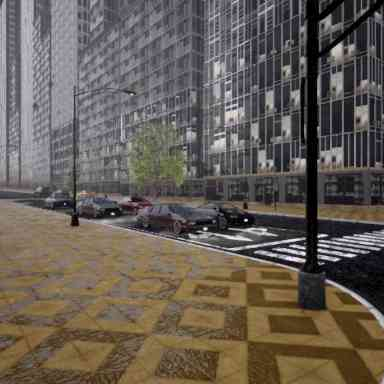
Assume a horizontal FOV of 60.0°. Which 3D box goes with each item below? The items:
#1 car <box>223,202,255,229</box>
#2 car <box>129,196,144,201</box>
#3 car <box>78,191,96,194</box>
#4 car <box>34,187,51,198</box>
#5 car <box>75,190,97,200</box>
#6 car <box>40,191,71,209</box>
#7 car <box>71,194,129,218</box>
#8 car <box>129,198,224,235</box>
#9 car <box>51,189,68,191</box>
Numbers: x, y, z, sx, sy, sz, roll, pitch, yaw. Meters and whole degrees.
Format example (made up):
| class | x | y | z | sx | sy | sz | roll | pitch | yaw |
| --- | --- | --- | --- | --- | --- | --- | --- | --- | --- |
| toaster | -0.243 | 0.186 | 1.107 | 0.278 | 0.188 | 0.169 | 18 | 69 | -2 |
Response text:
| class | x | y | z | sx | sy | sz | roll | pitch | yaw |
| --- | --- | --- | --- | --- | --- | --- | --- | --- | --- |
| car | 1.683 | 1.309 | 19.498 | 1.994 | 1.385 | 4.181 | 0 | 1 | -38 |
| car | -4.648 | 1.083 | 27.567 | 1.812 | 1.442 | 4.674 | 0 | 1 | -38 |
| car | -11.065 | 0.913 | 35.777 | 2.033 | 1.411 | 5.357 | 0 | 1 | -38 |
| car | -28.520 | -0.025 | 63.734 | 2.150 | 2.045 | 5.566 | 0 | 1 | -38 |
| car | -17.505 | 0.485 | 54.902 | 1.882 | 1.535 | 5.008 | 0 | 1 | -38 |
| car | -13.437 | 0.939 | 33.535 | 1.994 | 1.385 | 4.181 | 0 | 1 | -38 |
| car | -7.226 | 1.107 | 25.588 | 2.033 | 1.411 | 5.357 | 0 | 1 | -38 |
| car | -1.007 | 1.292 | 17.662 | 2.033 | 1.411 | 5.357 | 0 | 1 | -38 |
| car | -25.394 | 0.272 | 65.011 | 1.837 | 1.490 | 4.892 | 0 | 1 | -38 |
